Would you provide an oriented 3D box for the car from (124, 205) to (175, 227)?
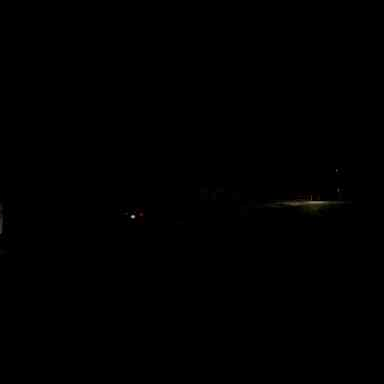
[{"bbox_3d":[-2.911,1.602,23.618,1.994,1.385,4.181,0,0,29],"label":"car"}]
